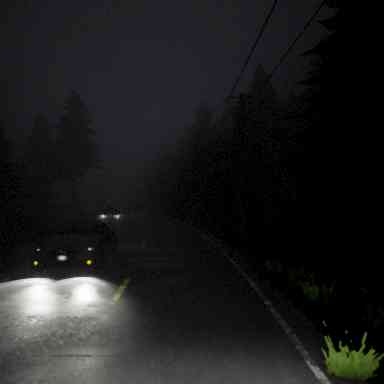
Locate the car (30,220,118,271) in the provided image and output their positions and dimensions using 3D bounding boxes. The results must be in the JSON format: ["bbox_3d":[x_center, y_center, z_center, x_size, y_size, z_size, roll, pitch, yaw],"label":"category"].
[{"bbox_3d":[-3.705,1.639,11.106,1.994,1.385,4.181,0,0,-4],"label":"car"}]

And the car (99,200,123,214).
[{"bbox_3d":[-9.775,1.740,39.037,1.882,1.535,5.008,0,0,-21],"label":"car"}]

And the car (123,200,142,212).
[{"bbox_3d":[-7.836,1.783,43.351,2.128,1.511,4.902,0,0,-23],"label":"car"}]
